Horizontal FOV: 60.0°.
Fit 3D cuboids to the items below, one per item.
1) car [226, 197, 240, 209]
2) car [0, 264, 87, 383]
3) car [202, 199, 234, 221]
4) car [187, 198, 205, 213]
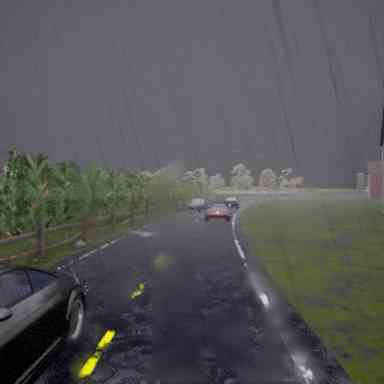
[{"bbox_3d":[5.325,1.426,44.061,1.882,1.535,5.008,0,0,12],"label":"car"},{"bbox_3d":[-2.704,1.558,3.616,1.994,1.385,4.181,0,0,2],"label":"car"},{"bbox_3d":[2.203,1.541,27.283,1.994,1.385,4.181,0,0,8],"label":"car"},{"bbox_3d":[0.772,1.424,36.725,1.882,1.535,5.008,1,0,11],"label":"car"}]
